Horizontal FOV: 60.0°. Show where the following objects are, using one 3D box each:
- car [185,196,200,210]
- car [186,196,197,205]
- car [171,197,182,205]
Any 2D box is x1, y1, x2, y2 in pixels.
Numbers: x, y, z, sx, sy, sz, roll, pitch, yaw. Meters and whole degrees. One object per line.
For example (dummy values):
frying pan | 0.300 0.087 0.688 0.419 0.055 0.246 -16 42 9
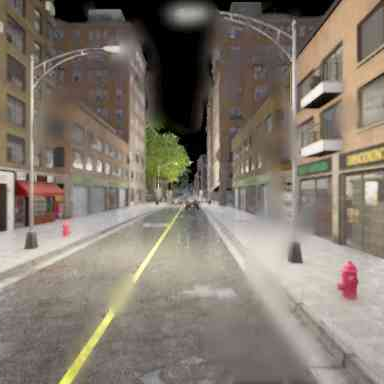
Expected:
car | 0.053 1.724 47.212 1.812 1.442 4.674 0 0 0
car | -0.015 1.615 63.821 2.097 1.767 4.553 0 0 0
car | -3.073 1.796 66.589 2.128 1.511 4.902 0 0 0
